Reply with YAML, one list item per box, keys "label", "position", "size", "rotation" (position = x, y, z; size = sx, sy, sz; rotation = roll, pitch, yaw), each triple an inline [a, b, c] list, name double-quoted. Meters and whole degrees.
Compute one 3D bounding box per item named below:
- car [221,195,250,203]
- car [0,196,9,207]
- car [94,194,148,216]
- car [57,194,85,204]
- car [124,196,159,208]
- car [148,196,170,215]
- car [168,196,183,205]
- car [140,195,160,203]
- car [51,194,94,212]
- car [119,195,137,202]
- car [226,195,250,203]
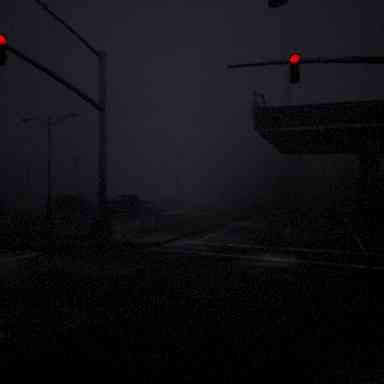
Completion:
- label: "car"
  position: [8.250, 1.414, 64.454]
  size: [5.027, 1.636, 2.152]
  rotation: [0, 0, 22]
- label: "car"
  position: [-27.372, 1.276, 45.269]
  size: [5.027, 1.636, 2.152]
  rotation: [0, 0, 22]
- label: "car"
  position: [-6.381, 1.157, 29.832]
  size: [3.866, 1.878, 1.905]
  rotation: [0, 0, 22]
- label: "car"
  position: [-21.859, 1.223, 59.975]
  size: [4.605, 1.855, 1.932]
  rotation: [0, 0, 22]
- label: "car"
  position: [-7.102, 1.392, 47.110]
  size: [4.514, 1.523, 2.007]
  rotation: [0, 0, 22]
- label: "car"
  position: [-4.566, 1.440, 32.684]
  size: [3.806, 1.475, 1.970]
  rotation: [0, 0, 22]
- label: "car"
  position: [-3.310, 1.415, 56.356]
  size: [3.633, 1.501, 1.845]
  rotation: [0, 0, 22]
- label: "car"
  position: [-8.994, 1.499, 71.599]
  size: [3.806, 1.475, 1.970]
  rotation: [0, 0, 22]
- label: "car"
  position: [-12.439, 1.191, 35.833]
  size: [4.605, 1.855, 1.932]
  rotation: [0, 0, 22]
- label: "car"
  position: [-14.753, 1.501, 77.147]
  size: [3.633, 1.501, 1.845]
  rotation: [0, 0, 22]
- label: "car"
  position: [9.379, 1.424, 67.381]
  size: [4.514, 1.523, 2.007]
  rotation: [0, 0, 22]
